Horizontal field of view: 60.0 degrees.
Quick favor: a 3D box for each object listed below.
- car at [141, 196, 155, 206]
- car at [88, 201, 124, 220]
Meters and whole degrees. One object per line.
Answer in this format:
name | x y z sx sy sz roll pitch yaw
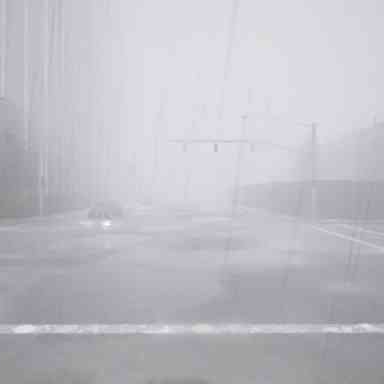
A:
car | -7.085 1.434 53.712 1.882 1.535 5.008 0 0 0
car | -7.260 1.527 28.483 1.837 1.490 4.892 1 1 6
